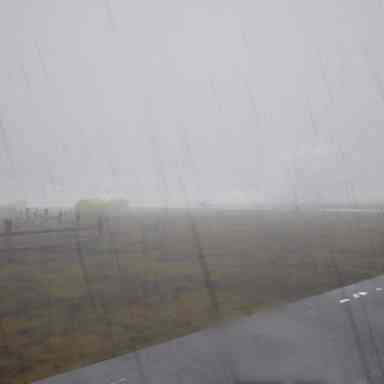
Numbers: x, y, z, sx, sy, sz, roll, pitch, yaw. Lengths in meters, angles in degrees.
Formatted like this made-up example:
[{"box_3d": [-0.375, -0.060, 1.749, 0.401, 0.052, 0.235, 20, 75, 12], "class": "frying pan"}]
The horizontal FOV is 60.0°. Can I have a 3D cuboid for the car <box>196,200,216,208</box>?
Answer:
[{"box_3d": [2.722, 2.282, 65.197, 2.128, 1.511, 4.902, 0, -1, -36], "class": "car"}]
